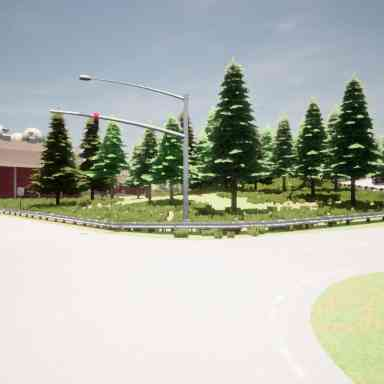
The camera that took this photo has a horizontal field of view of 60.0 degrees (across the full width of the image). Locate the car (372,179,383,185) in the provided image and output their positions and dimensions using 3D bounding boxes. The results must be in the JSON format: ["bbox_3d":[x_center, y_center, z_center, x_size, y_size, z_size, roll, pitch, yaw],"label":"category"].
[{"bbox_3d":[29.087,-1.912,51.437,1.837,1.490,4.892,0,5,21],"label":"car"}]
